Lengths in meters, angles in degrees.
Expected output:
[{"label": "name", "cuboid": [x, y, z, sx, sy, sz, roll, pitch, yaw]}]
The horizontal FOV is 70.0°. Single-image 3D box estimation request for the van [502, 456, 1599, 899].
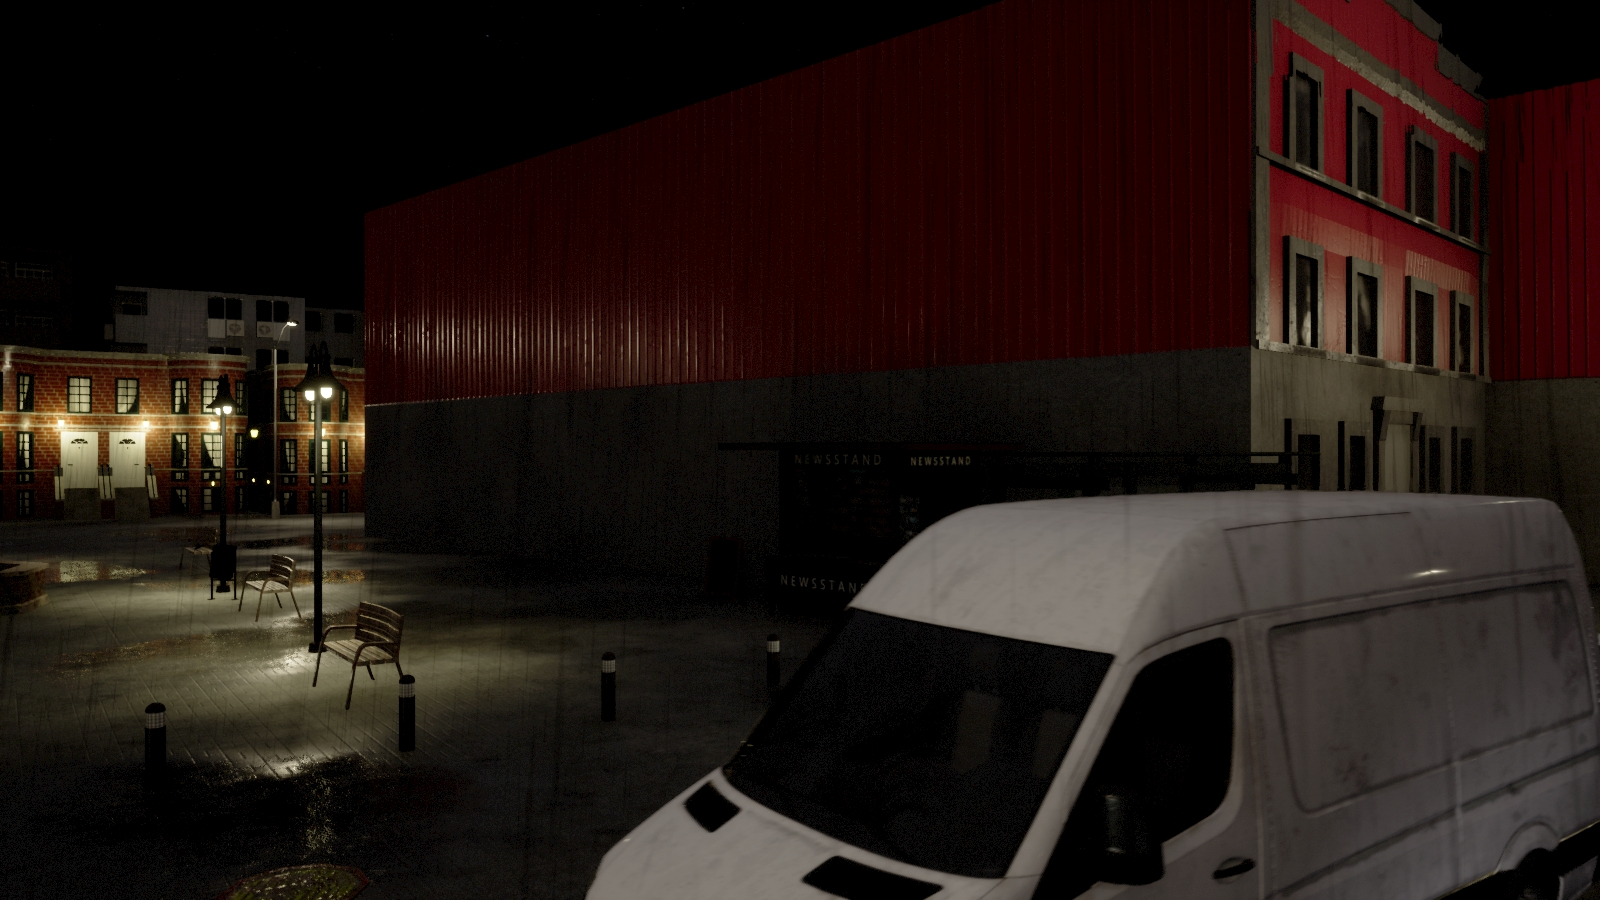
[{"label": "van", "cuboid": [1.751, 1.315, 5.651, 5.915, 2.561, 1.988, 0, 0, -35]}]
